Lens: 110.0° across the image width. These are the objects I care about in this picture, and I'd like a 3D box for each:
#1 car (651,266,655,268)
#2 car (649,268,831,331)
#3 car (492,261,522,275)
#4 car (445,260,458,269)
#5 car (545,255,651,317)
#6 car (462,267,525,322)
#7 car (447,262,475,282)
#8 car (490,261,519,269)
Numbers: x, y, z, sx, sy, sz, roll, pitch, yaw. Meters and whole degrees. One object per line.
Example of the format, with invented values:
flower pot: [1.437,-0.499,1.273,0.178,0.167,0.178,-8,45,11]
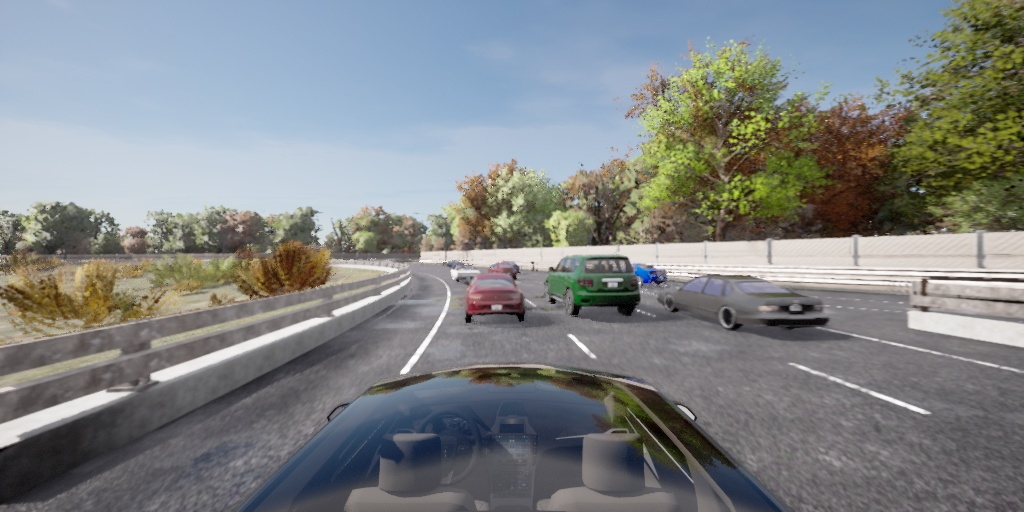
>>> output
car: [7.981,1.219,24.259,1.882,1.535,5.008,0,0,-30]
car: [6.497,1.278,10.959,2.033,1.411,5.357,0,0,-5]
car: [-0.680,1.324,42.030,1.812,1.442,4.674,0,0,-23]
car: [-9.548,1.420,59.627,1.994,1.385,4.181,0,0,-31]
car: [2.744,0.971,13.494,2.150,2.045,5.566,0,0,-7]
car: [-0.660,1.291,12.327,1.812,1.442,4.674,0,0,-6]
car: [-3.872,1.399,29.256,1.895,1.301,4.718,0,0,-15]
car: [-0.913,1.314,31.587,1.812,1.442,4.674,0,0,-15]
